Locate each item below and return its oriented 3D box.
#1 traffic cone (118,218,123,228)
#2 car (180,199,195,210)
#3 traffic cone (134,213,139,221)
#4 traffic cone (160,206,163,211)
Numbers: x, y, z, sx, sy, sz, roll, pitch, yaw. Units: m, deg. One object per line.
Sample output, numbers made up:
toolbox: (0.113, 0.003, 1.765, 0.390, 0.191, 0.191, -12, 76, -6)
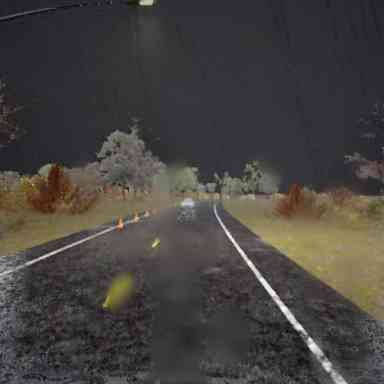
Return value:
traffic cone: (-4.595, 1.987, 21.444, 0.340, 0.580, 0.340, 0, 0, 2)
car: (-0.511, 1.630, 45.234, 1.812, 1.442, 4.674, 0, 0, 3)
traffic cone: (-4.440, 1.995, 26.461, 0.340, 0.580, 0.340, 0, 0, 2)
traffic cone: (-3.784, 2.039, 41.507, 0.340, 0.580, 0.340, 0, 0, 3)
